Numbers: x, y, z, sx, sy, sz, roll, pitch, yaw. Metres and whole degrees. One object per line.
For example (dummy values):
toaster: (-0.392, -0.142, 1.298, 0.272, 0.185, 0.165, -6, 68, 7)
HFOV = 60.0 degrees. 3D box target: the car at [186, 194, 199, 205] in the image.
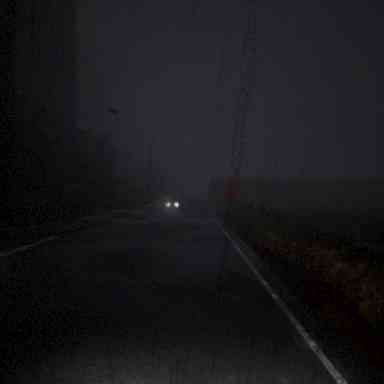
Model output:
car: (0.094, 1.297, 54.524, 2.033, 1.411, 5.357, 0, 0, 0)

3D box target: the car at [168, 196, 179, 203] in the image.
car: (-3.395, 1.323, 60.889, 1.895, 1.301, 4.718, 0, 0, 0)

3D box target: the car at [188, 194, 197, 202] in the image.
car: (0.076, 1.217, 66.622, 1.812, 1.442, 4.674, 0, 0, -1)
